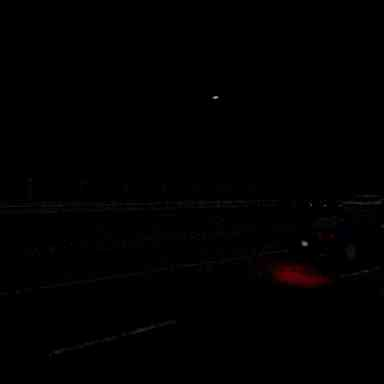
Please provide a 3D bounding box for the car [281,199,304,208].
[{"bbox_3d":[12.420,1.595,38.640,5.008,1.535,1.882,0,0,-35],"label":"car"}]

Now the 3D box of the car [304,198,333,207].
[{"bbox_3d":[14.630,1.470,35.918,4.553,1.767,2.097,0,0,-35],"label":"car"}]

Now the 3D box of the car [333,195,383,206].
[{"bbox_3d":[16.925,1.341,33.256,5.566,2.045,2.150,0,0,-36],"label":"car"}]

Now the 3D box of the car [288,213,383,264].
[{"bbox_3d":[5.622,1.515,12.068,5.008,1.535,1.882,0,0,-35],"label":"car"}]
